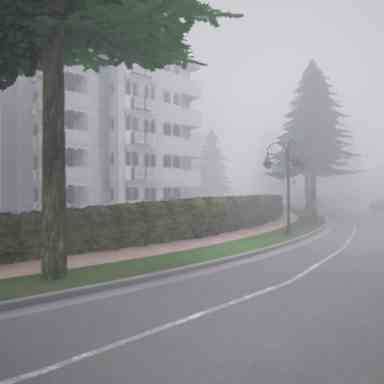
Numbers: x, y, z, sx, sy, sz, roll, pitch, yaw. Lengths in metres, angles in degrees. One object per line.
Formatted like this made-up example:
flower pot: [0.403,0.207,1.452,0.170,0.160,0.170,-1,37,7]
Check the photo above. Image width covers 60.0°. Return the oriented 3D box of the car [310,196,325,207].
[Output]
car: [20.052,1.433,54.120,2.097,1.767,4.553,0,0,7]

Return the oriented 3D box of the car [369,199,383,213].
car: [21.073,1.502,36.425,2.128,1.511,4.902,0,0,10]
